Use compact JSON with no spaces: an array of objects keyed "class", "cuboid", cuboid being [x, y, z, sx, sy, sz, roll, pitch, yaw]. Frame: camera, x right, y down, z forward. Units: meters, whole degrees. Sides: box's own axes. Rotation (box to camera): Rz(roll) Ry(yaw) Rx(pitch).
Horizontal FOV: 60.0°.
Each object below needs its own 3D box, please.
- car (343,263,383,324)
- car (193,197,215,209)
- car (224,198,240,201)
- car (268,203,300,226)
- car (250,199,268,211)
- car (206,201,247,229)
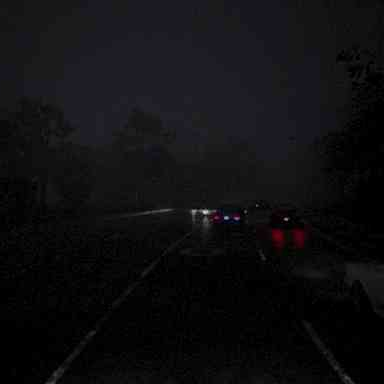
[{"class":"car","cuboid":[3.821,1.611,4.450,1.895,1.301,4.718,0,0,3]},{"class":"car","cuboid":[1.652,1.494,43.712,1.837,1.490,4.892,0,-1,22]},{"class":"car","cuboid":[5.072,1.482,42.881,1.882,1.535,5.008,0,0,22]},{"class":"car","cuboid":[6.492,1.545,23.416,1.812,1.442,4.674,0,0,13]},{"class":"car","cuboid":[8.510,1.586,41.484,1.994,1.385,4.181,0,0,22]},{"class":"car","cuboid":[2.504,1.552,21.740,2.033,1.411,5.357,0,0,11]}]
